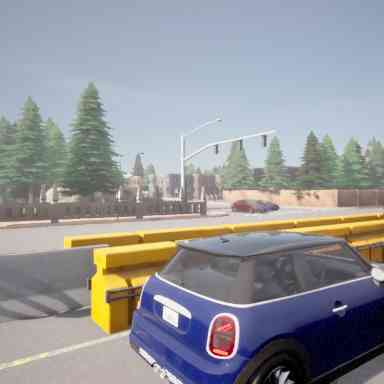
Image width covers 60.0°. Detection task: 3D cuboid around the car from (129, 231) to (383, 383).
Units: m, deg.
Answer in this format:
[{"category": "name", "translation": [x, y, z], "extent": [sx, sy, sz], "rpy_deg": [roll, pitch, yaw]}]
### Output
[{"category": "car", "translation": [1.502, 1.352, 4.797], "extent": [4.553, 1.767, 2.097], "rpy_deg": [0, 0, -35]}]

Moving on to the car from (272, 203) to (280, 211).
[{"category": "car", "translation": [8.148, 1.564, 38.763], "extent": [1.994, 1.385, 4.181], "rpy_deg": [0, 0, -36]}]

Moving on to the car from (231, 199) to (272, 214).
[{"category": "car", "translation": [5.924, 1.525, 35.176], "extent": [1.812, 1.442, 4.674], "rpy_deg": [0, 0, -28]}]

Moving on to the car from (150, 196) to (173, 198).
[{"category": "car", "translation": [-5.450, 1.507, 51.800], "extent": [1.837, 1.490, 4.892], "rpy_deg": [0, -1, -35]}]
